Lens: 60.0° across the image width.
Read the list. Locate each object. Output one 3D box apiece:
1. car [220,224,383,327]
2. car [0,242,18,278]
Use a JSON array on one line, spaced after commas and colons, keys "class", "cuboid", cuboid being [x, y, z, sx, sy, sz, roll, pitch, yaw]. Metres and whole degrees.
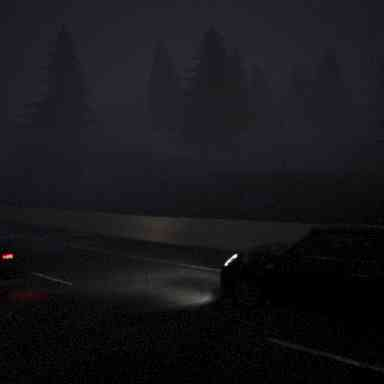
[{"class": "car", "cuboid": [2.778, 1.392, 6.381, 4.553, 1.767, 2.097, -1, -1, 36]}, {"class": "car", "cuboid": [-6.773, 1.632, 9.189, 5.357, 1.411, 2.033, 0, 0, 39]}]
